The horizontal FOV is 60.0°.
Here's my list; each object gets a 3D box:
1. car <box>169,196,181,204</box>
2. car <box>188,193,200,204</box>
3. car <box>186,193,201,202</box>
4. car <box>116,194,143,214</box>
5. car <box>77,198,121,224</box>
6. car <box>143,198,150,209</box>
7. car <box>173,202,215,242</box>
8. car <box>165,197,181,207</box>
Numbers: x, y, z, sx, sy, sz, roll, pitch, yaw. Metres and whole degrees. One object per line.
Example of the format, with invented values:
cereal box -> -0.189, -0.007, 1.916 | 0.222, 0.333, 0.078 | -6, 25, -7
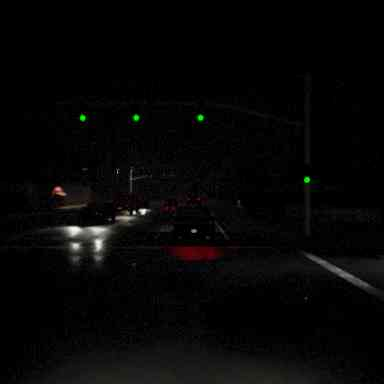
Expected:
car -> -3.163, 1.555, 63.080 | 2.033, 1.411, 5.357 | 0, 0, 0
car -> 0.334, 1.229, 62.761 | 2.150, 2.045, 5.566 | 0, 0, 0
car -> 0.253, 1.227, 52.024 | 2.150, 2.045, 5.566 | 0, 0, 0
car -> -6.967, 1.227, 35.116 | 2.150, 2.045, 5.566 | 0, 0, 1
car -> -7.067, 1.482, 25.129 | 1.882, 1.535, 5.008 | 0, 0, 0
car -> -6.834, 1.570, 45.188 | 1.994, 1.385, 4.181 | 0, 0, 1
car -> 0.091, 1.479, 16.374 | 1.882, 1.535, 5.008 | 0, 0, 0
car -> -3.242, 1.498, 52.769 | 2.128, 1.511, 4.902 | 0, 0, 0
